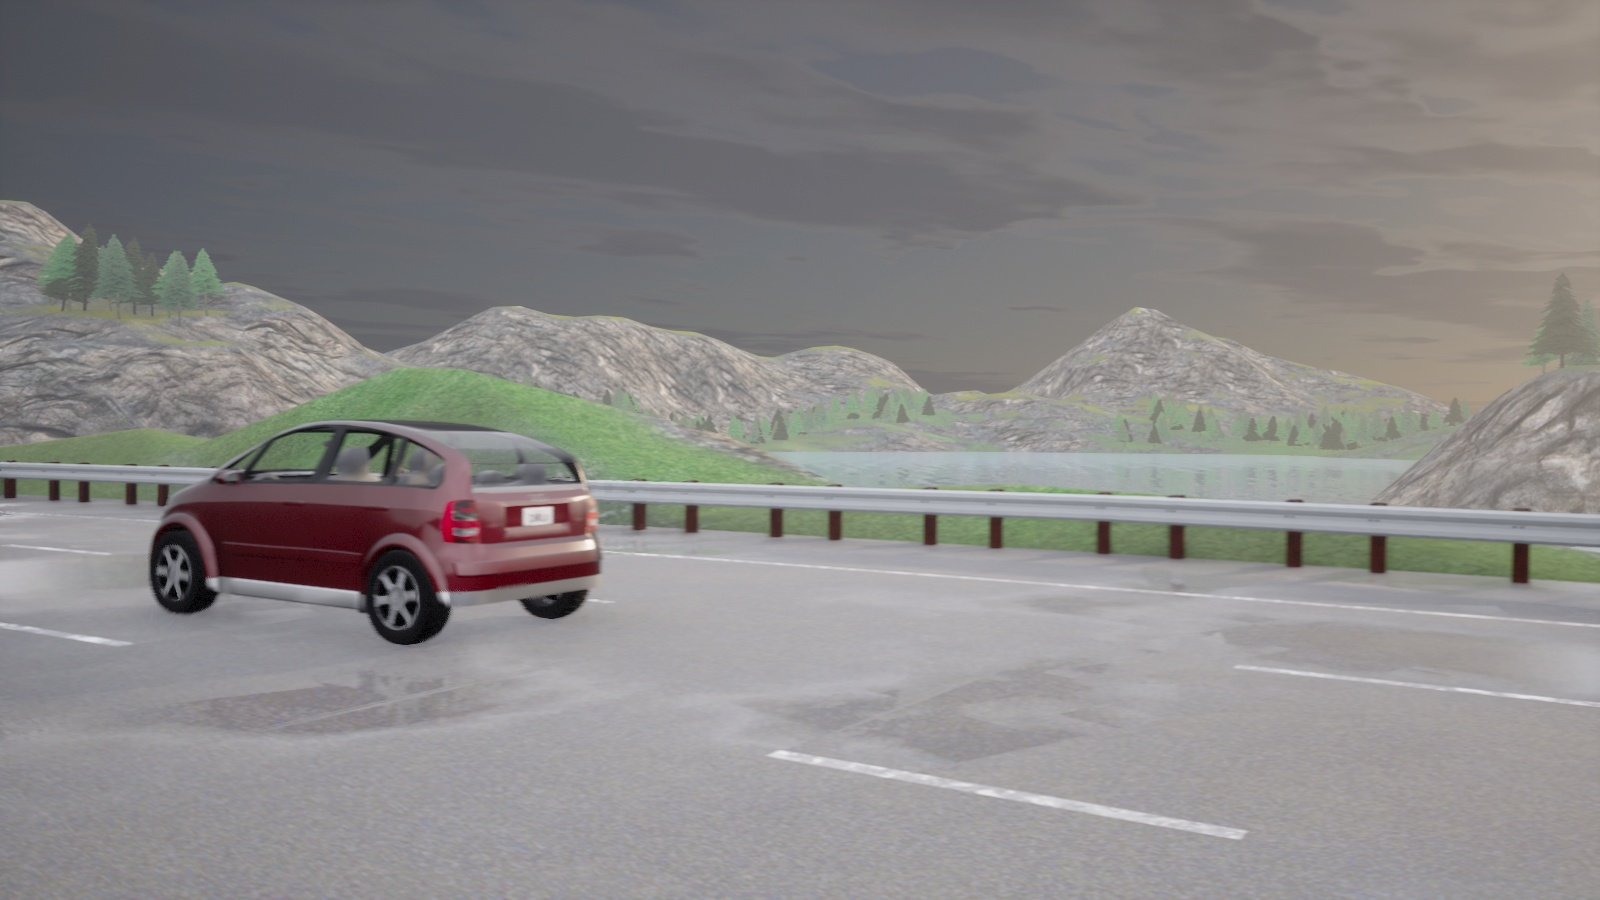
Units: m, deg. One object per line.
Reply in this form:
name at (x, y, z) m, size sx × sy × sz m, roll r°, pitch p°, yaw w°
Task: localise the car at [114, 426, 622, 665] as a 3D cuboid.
car at (-3.421, 0.605, 9.848) m, size 3.705 × 1.549 × 1.789 m, roll 0°, pitch 1°, yaw 31°
